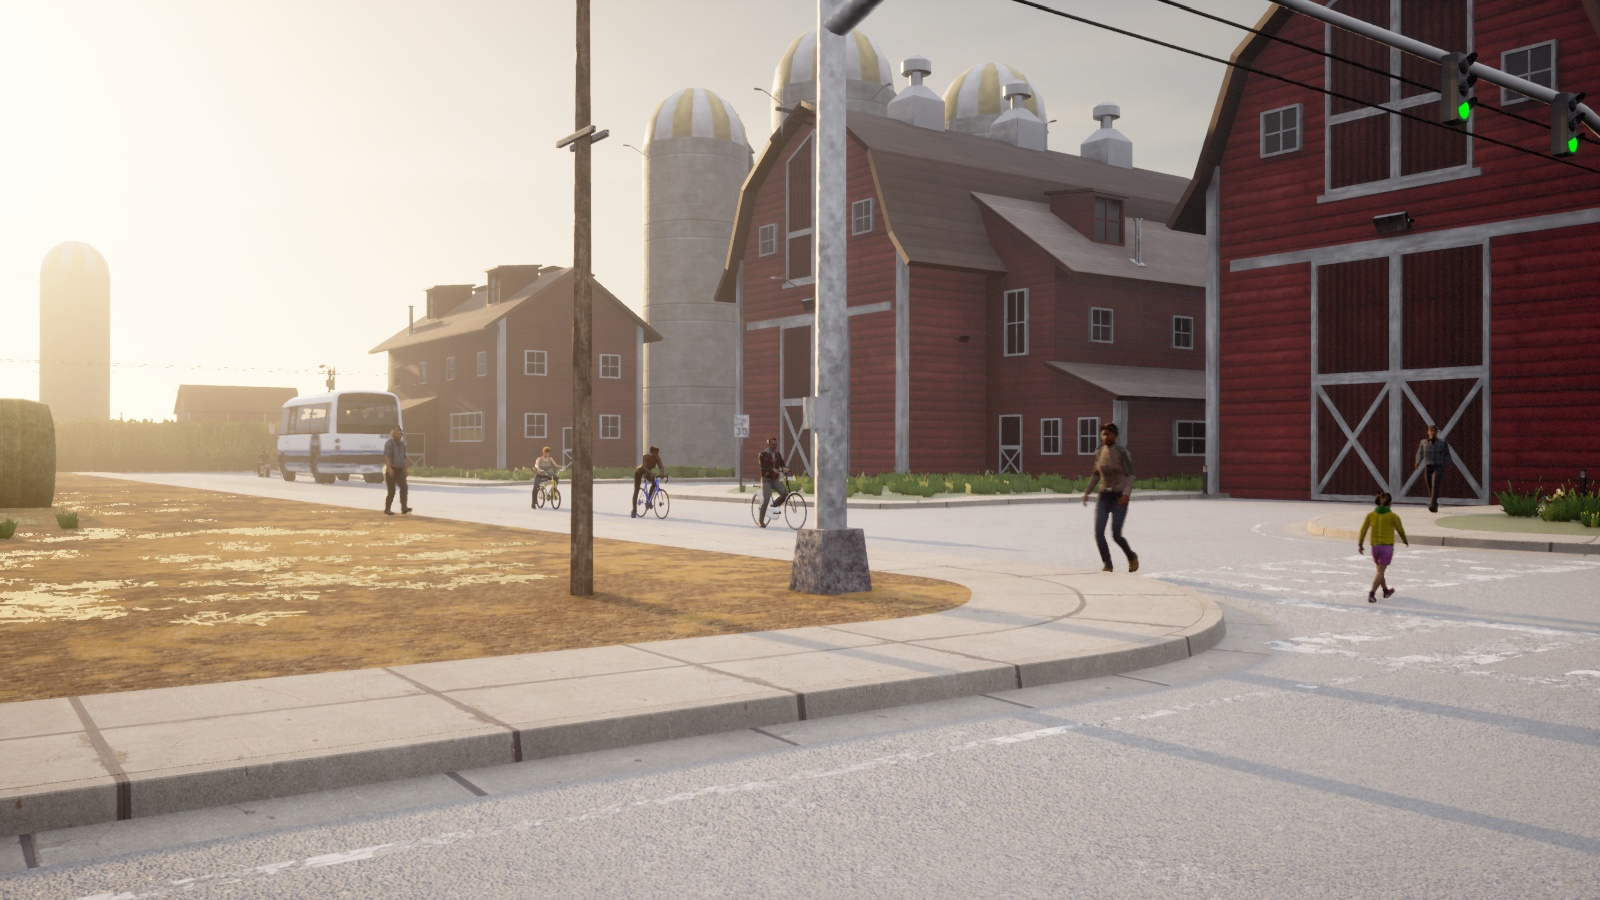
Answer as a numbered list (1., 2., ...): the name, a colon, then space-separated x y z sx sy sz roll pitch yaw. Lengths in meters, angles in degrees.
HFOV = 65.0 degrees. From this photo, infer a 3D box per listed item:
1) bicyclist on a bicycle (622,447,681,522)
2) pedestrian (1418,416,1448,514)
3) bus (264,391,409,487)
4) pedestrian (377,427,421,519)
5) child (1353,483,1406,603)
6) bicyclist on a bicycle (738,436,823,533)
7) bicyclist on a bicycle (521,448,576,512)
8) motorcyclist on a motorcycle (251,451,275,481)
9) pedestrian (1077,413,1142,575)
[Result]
1. bicyclist on a bicycle: -3.331 0.747 28.083 0.582 1.620 1.656 0 0 -36
2. pedestrian: 12.760 0.294 25.307 0.423 1.949 0.788 0 0 36
3. bus: -22.543 -0.462 60.606 3.944 4.253 10.273 0 0 -36
4. pedestrian: -8.173 0.455 25.566 0.694 1.848 0.540 0 0 35
5. child: 5.791 0.919 12.544 0.473 1.160 0.299 0 0 -40
6. bicyclist on a bicycle: -0.399 0.641 24.027 0.659 1.776 1.843 -1 0 -36
7. bicyclist on a bicycle: -6.515 0.748 32.483 0.866 1.612 1.509 0 0 -36
8. motorcyclist on a motorcycle: -30.804 0.910 72.024 0.766 1.649 2.350 0 0 -36
9. pedestrian: 3.548 0.489 14.382 0.328 1.805 0.869 0 0 44
